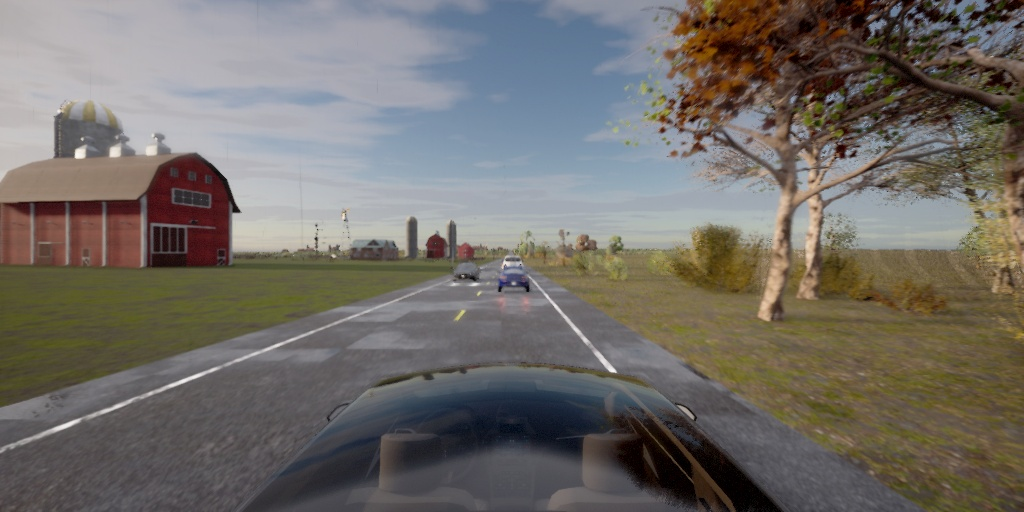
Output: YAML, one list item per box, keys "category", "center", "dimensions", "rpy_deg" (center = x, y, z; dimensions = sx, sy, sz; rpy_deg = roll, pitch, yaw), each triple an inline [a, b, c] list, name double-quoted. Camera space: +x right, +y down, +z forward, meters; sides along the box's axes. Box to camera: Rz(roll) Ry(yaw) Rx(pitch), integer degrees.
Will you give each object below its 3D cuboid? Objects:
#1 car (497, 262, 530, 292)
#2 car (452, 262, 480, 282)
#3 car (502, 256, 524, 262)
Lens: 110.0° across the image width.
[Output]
- category: "car"
  center: [0.092, 1.293, 21.604]
  dimensions: [1.812, 1.442, 4.674]
  rpy_deg: [0, 0, 0]
- category: "car"
  center: [-3.607, 1.279, 28.911]
  dimensions: [1.837, 1.490, 4.892]
  rpy_deg: [0, 0, 0]
- category: "car"
  center: [0.084, 1.005, 38.656]
  dimensions: [2.150, 2.045, 5.566]
  rpy_deg: [0, 0, 0]
